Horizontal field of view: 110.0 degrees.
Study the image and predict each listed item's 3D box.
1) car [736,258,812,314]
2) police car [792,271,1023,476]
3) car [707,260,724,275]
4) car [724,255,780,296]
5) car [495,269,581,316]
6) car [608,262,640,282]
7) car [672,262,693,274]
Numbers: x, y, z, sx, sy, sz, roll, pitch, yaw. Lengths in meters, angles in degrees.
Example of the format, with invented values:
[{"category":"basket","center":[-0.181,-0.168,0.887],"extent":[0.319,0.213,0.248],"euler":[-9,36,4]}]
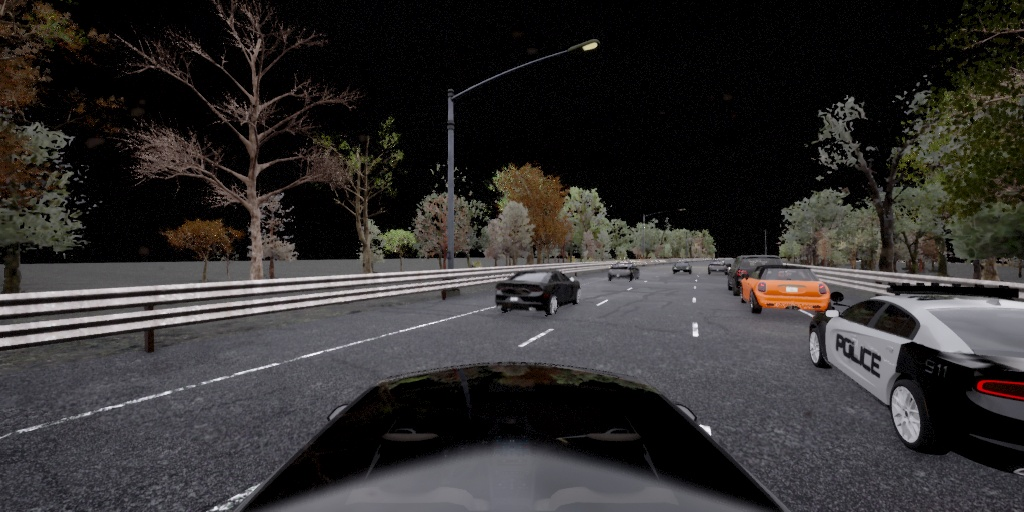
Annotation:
[{"category":"car","center":[9.961,1.102,13.425],"extent":[2.097,1.767,4.553],"euler":[0,0,27]},{"category":"police car","center":[5.618,1.175,4.712],"extent":[1.930,1.638,5.238],"euler":[0,0,26]},{"category":"car","center":[22.535,1.262,39.295],"extent":[2.128,1.511,4.902],"euler":[0,0,30]},{"category":"car","center":[12.686,0.978,18.753],"extent":[2.150,2.045,5.566],"euler":[0,0,27]},{"category":"car","center":[1.176,1.228,13.608],"extent":[1.882,1.535,5.008],"euler":[0,0,27]},{"category":"car","center":[9.093,1.250,28.990],"extent":[2.128,1.511,4.902],"euler":[0,0,28]},{"category":"car","center":[19.425,1.370,40.781],"extent":[1.895,1.301,4.718],"euler":[0,0,29]}]
